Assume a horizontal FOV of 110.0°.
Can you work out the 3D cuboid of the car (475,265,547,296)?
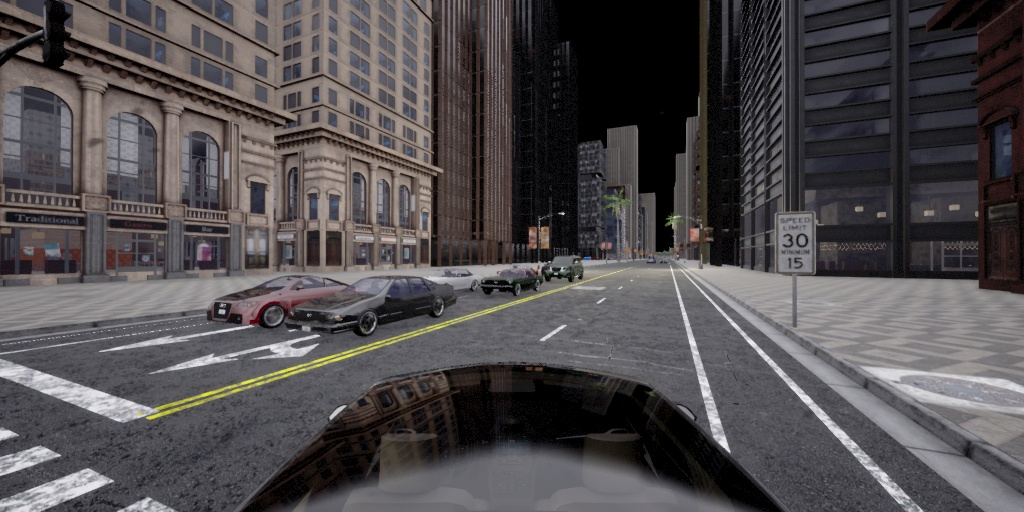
[{"bbox_3d":[0.105,1.358,19.562,1.895,1.301,4.718,0,0,24],"label":"car"}]

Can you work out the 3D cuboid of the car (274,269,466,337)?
[{"bbox_3d":[-3.721,1.299,10.770,2.033,1.411,5.357,0,0,24],"label":"car"}]

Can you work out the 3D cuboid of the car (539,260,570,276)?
[{"bbox_3d":[4.601,1.251,37.946,1.882,1.535,5.008,0,0,24],"label":"car"}]

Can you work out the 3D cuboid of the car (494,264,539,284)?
[{"bbox_3d":[0.495,1.364,28.602,1.895,1.301,4.718,0,0,24],"label":"car"}]

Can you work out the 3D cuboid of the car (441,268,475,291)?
[{"bbox_3d":[-3.481,1.357,19.468,1.895,1.301,4.718,0,0,24],"label":"car"}]

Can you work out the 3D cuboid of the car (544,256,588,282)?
[{"bbox_3d":[4.376,0.987,29.369,2.150,2.045,5.566,0,0,23],"label":"car"}]

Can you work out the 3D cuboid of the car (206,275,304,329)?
[{"bbox_3d":[-6.972,1.316,11.433,1.994,1.385,4.181,0,0,24],"label":"car"}]
